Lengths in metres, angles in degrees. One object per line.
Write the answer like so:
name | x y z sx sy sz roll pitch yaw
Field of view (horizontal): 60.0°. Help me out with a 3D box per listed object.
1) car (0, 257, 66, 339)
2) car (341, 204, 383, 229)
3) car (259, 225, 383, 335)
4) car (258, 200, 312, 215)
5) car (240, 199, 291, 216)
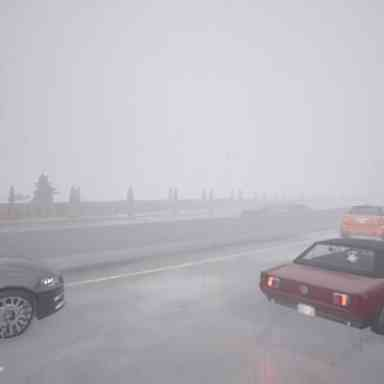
car | -4.529 1.519 4.999 4.902 1.511 2.128 0 0 -35
car | 9.355 1.386 16.773 4.553 1.767 2.097 0 0 -43
car | 3.572 1.616 6.777 4.718 1.301 1.895 0 0 -39
car | 7.251 1.569 24.683 4.892 1.490 1.837 0 0 -45
car | 6.138 1.556 28.500 5.008 1.535 1.882 0 0 -45
